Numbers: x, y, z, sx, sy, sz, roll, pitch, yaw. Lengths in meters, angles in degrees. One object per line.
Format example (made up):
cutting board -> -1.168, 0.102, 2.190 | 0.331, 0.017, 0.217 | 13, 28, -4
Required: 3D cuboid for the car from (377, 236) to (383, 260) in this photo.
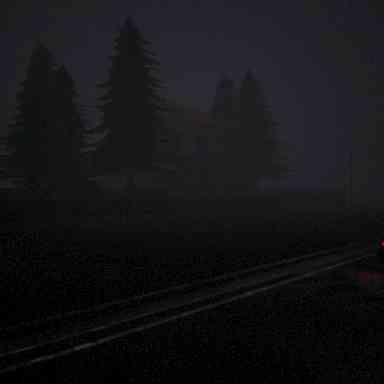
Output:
car -> 7.858, 1.549, 10.725 | 5.357, 1.411, 2.033 | 0, 0, -41
